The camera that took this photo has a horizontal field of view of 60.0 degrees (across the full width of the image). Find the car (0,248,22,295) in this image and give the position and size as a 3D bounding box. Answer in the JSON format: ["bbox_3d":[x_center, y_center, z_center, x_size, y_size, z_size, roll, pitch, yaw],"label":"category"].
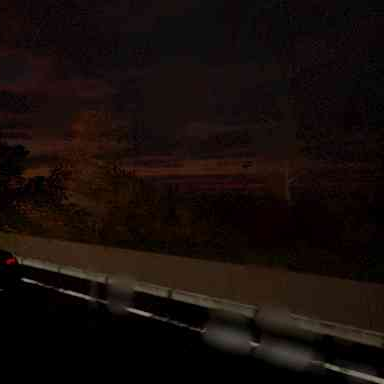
[{"bbox_3d":[-5.791,1.603,7.690,4.181,1.385,1.994,0,0,35],"label":"car"}]
